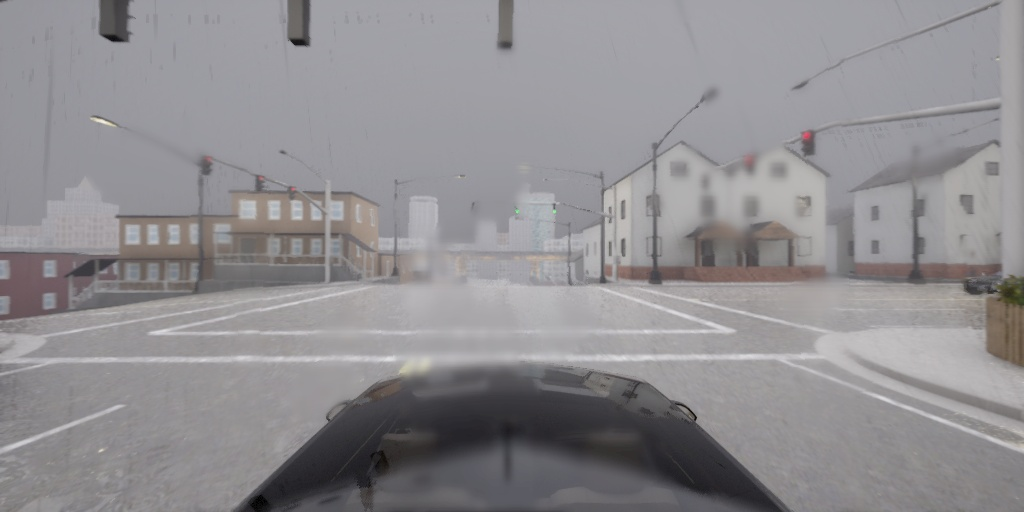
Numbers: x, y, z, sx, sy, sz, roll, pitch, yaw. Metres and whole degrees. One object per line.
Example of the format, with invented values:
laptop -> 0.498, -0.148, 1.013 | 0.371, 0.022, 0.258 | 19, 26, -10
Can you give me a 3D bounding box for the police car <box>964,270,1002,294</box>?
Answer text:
police car -> 27.786, 1.417, 19.568 | 4.974, 1.542, 2.038 | 0, -1, -1
